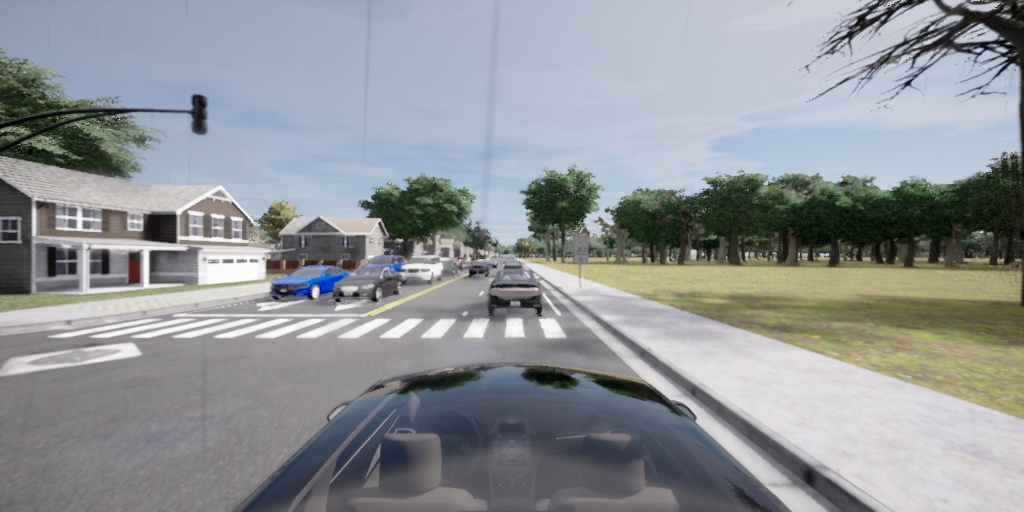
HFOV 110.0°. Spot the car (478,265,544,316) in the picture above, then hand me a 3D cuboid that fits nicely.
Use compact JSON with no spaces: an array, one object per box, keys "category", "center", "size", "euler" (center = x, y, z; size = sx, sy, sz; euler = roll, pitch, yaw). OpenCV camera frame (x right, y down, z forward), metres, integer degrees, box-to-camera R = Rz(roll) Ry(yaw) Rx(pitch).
[{"category":"car","center":[0.105,1.243,13.409],"size":[2.128,1.511,4.902],"euler":[0,0,0]}]

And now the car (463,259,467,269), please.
[{"category":"car","center":[-6.497,1.235,51.237],"size":[2.128,1.511,4.902],"euler":[0,0,0]}]

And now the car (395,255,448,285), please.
[{"category":"car","center":[-6.588,0.970,26.763],"size":[2.150,2.045,5.566],"euler":[0,0,0]}]

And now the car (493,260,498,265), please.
[{"category":"car","center":[-3.164,1.342,57.093],"size":[1.895,1.301,4.718],"euler":[0,0,0]}]

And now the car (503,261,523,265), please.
[{"category":"car","center":[0.110,1.224,35.395],"size":[1.882,1.535,5.008],"euler":[0,0,0]}]

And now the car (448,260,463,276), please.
[{"category":"car","center":[-6.542,1.251,36.628],"size":[1.837,1.490,4.892],"euler":[0,0,1]}]

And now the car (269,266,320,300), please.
[{"category":"car","center":[-9.831,1.228,17.993],"size":[1.882,1.535,5.008],"euler":[0,0,1]}]

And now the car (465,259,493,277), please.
[{"category":"car","center":[-3.139,1.251,35.287],"size":[1.837,1.490,4.892],"euler":[0,0,0]}]

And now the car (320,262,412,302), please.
[{"category":"car","center":[-6.595,1.242,16.907],"size":[2.128,1.511,4.902],"euler":[0,0,0]}]

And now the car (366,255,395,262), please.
[{"category":"car","center":[-9.831,0.969,27.798],"size":[2.150,2.045,5.566],"euler":[0,0,0]}]
